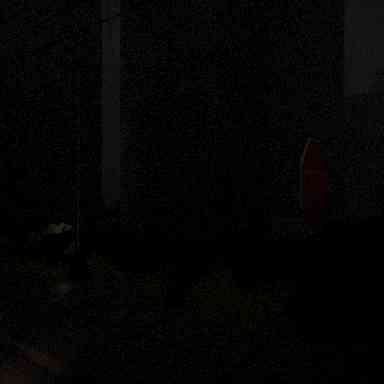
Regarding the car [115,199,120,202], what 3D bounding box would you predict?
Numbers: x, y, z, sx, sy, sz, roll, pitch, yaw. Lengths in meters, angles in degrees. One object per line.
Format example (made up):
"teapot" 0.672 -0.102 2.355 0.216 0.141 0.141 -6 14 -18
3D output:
"car" -9.711 1.458 51.940 1.882 1.535 5.008 0 0 35
